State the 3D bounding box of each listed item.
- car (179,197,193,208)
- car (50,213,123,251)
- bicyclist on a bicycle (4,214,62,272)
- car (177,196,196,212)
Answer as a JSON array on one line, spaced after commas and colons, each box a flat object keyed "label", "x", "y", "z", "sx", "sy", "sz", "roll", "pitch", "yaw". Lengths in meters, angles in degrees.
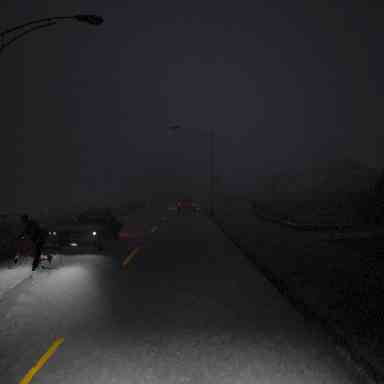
[{"label": "car", "x": -0.866, "y": 1.478, "z": 48.847, "sx": 1.882, "sy": 1.535, "sz": 5.008, "roll": 0, "pitch": 0, "yaw": -1}, {"label": "car", "x": -4.337, "y": 1.601, "z": 14.322, "sx": 1.895, "sy": 1.301, "sz": 4.718, "roll": 0, "pitch": 0, "yaw": -1}, {"label": "bicyclist on a bicycle", "x": -4.553, "y": 1.455, "z": 9.462, "sx": 1.656, "sy": 1.620, "sz": 0.582, "roll": -2, "pitch": 0, "yaw": -1}, {"label": "car", "x": -0.645, "y": 1.352, "z": 38.836, "sx": 2.097, "sy": 1.767, "sz": 4.553, "roll": 0, "pitch": 0, "yaw": -1}]
